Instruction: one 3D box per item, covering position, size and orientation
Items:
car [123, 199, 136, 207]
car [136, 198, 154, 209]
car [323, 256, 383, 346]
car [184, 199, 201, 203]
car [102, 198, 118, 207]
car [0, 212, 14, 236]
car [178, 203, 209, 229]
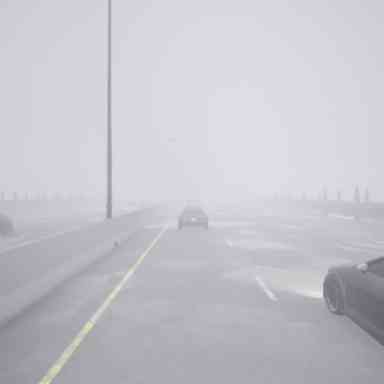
[{"bbox_3d":[-10.570,1.877,57.841,1.994,1.385,4.181,0,0,1],"label":"car"},{"bbox_3d":[-7.086,1.788,52.315,1.837,1.490,4.892,0,0,0],"label":"car"},{"bbox_3d":[3.591,1.591,4.962,1.994,1.385,4.181,0,0,0],"label":"car"},{"bbox_3d":[0.080,1.571,40.468,2.097,1.767,4.553,0,0,0],"label":"car"},{"bbox_3d":[-14.072,1.802,57.220,2.128,1.511,4.902,0,0,1],"label":"car"},{"bbox_3d":[-10.608,1.615,16.328,1.812,1.442,4.674,0,0,0],"label":"car"},{"bbox_3d":[0.089,1.687,22.672,1.994,1.385,4.181,0,0,0],"label":"car"}]
